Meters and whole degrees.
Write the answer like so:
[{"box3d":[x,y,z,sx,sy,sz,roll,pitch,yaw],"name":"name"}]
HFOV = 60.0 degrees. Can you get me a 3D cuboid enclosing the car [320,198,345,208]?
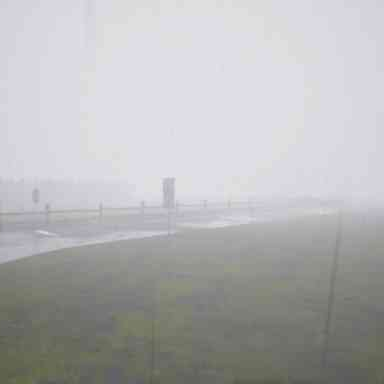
[{"box3d":[19.859,1.461,46.995,1.895,1.301,4.718,1,1,44],"name":"car"}]
